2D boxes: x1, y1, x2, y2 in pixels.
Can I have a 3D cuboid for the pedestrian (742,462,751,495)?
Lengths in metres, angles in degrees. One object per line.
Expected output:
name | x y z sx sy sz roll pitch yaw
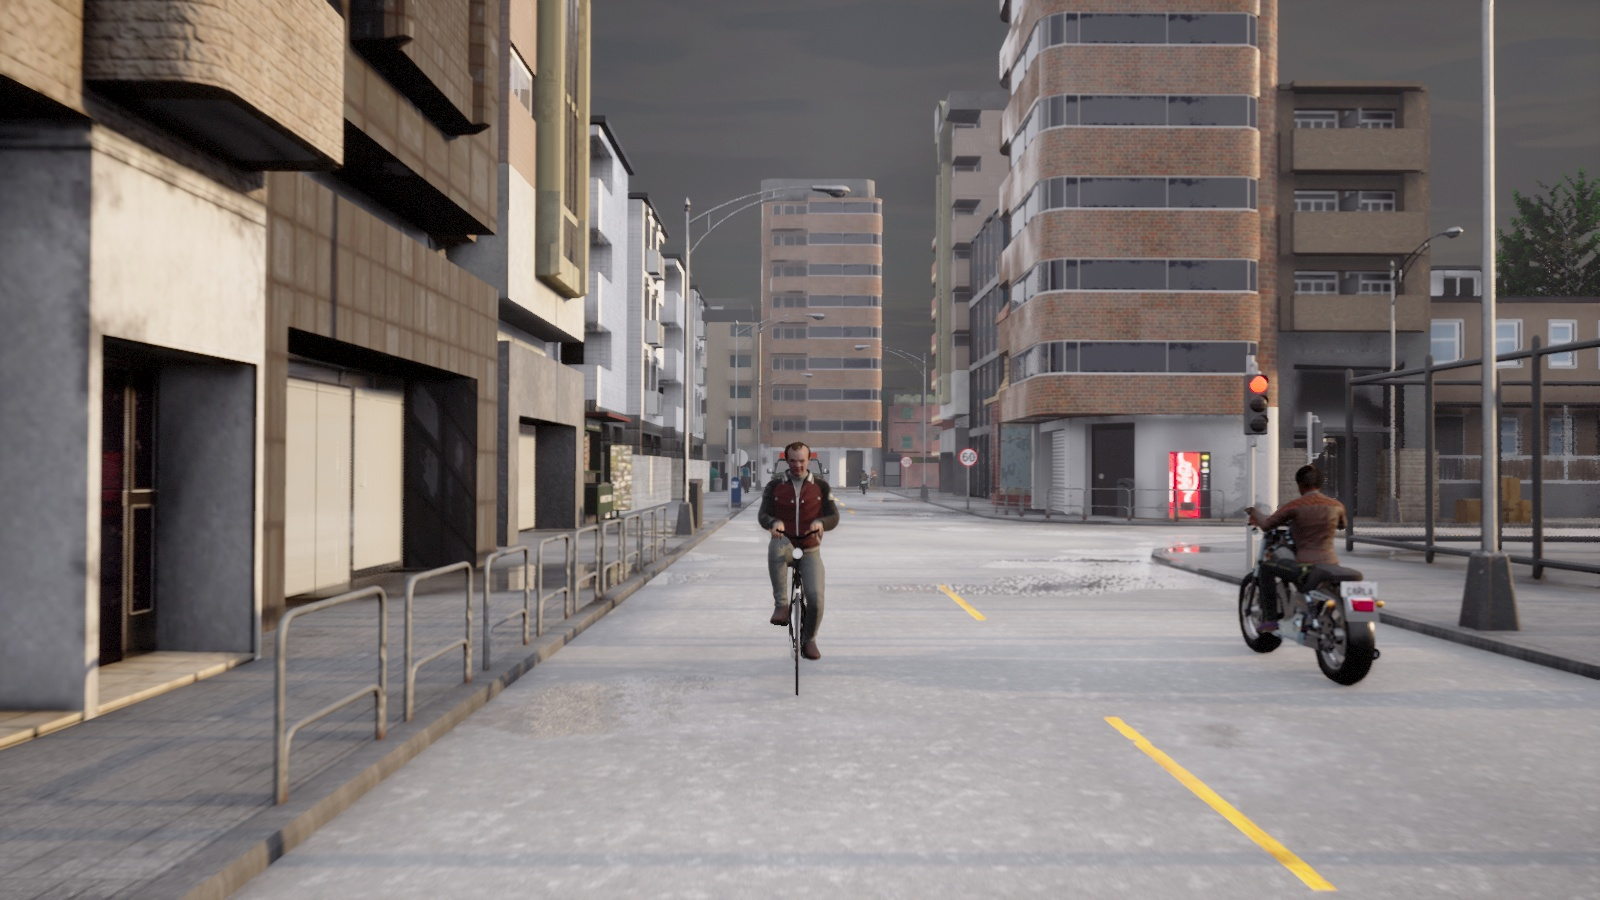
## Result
pedestrian | -3.128 1.647 73.637 0.396 1.930 0.692 0 -1 -11

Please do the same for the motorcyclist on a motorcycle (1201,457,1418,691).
motorcyclist on a motorcycle | 3.982 0.899 10.062 0.766 1.649 2.350 0 -1 0

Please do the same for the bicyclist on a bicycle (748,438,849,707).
bicyclist on a bicycle | -0.013 0.822 9.229 0.659 1.776 1.843 0 -1 0

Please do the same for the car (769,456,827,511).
car | -0.081 1.275 49.273 2.150 2.045 5.566 0 -1 0
